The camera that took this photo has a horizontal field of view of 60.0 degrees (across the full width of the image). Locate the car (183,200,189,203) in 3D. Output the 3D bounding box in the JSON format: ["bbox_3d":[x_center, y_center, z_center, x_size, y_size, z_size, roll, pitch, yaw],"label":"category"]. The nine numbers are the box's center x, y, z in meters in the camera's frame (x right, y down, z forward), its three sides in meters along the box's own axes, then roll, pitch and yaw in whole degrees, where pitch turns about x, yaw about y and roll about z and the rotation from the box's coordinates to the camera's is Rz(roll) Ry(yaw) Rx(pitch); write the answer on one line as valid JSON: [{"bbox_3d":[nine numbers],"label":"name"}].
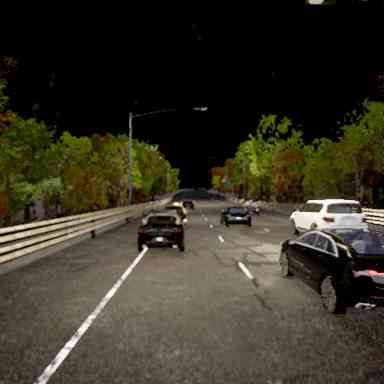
[{"bbox_3d":[-1.438,1.798,31.133,1.801,1.575,5.366,0,-1,-1],"label":"car"}]

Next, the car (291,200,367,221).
[{"bbox_3d":[6.877,1.430,17.311,2.150,2.045,5.566,0,-1,-1],"label":"car"}]

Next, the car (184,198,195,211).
[{"bbox_3d":[-0.614,2.033,50.232,1.882,1.535,5.008,0,-1,-1],"label":"car"}]

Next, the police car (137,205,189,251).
[{"bbox_3d":[-1.247,1.590,15.051,1.930,1.638,5.238,0,-1,-1],"label":"police car"}]

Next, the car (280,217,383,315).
[{"bbox_3d":[3.489,1.587,7.754,2.128,1.511,4.902,0,-1,-1],"label":"car"}]

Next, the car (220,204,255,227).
[{"bbox_3d":[3.279,1.855,25.533,1.994,1.385,4.181,0,-1,-1],"label":"car"}]

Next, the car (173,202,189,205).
[{"bbox_3d":[-1.364,1.780,24.941,1.837,1.490,4.892,0,-1,-1],"label":"car"}]

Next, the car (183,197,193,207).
[{"bbox_3d":[-0.832,2.031,68.659,2.097,1.767,4.553,0,0,-1],"label":"car"}]

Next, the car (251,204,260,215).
[{"bbox_3d":[6.617,2.051,39.166,1.895,1.301,4.718,0,-1,-1],"label":"car"}]
